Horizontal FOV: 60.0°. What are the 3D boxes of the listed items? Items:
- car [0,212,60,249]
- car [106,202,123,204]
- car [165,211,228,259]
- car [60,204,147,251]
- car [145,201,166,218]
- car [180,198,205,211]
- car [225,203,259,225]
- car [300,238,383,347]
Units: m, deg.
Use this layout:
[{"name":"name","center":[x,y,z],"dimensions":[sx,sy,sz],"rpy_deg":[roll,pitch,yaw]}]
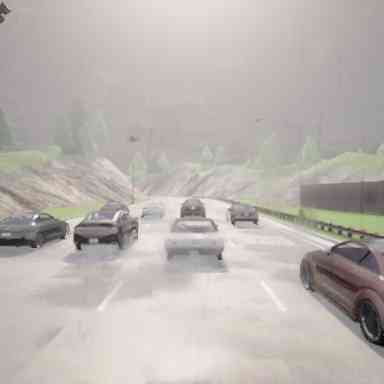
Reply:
[{"name":"car","center":[-6.916,1.557,14.434],"dimensions":[1.994,1.385,4.181],"rpy_deg":[0,0,0]},{"name":"car","center":[-6.922,1.550,29.909],"dimensions":[1.994,1.385,4.181],"rpy_deg":[0,0,0]},{"name":"car","center":[0.084,1.595,12.494],"dimensions":[1.895,1.301,4.718],"rpy_deg":[0,0,0]},{"name":"car","center":[-3.416,1.485,14.003],"dimensions":[2.128,1.511,4.902],"rpy_deg":[0,0,0]},{"name":"car","center":[-3.432,1.512,30.299],"dimensions":[1.812,1.442,4.674],"rpy_deg":[0,0,0]},{"name":"car","center":[0.076,1.338,29.038],"dimensions":[2.097,1.767,4.553],"rpy_deg":[0,0,0]},{"name":"car","center":[3.573,1.537,24.236],"dimensions":[2.033,1.411,5.357],"rpy_deg":[0,0,0]},{"name":"car","center":[3.568,1.562,6.323],"dimensions":[1.994,1.385,4.181],"rpy_deg":[0,0,0]}]
